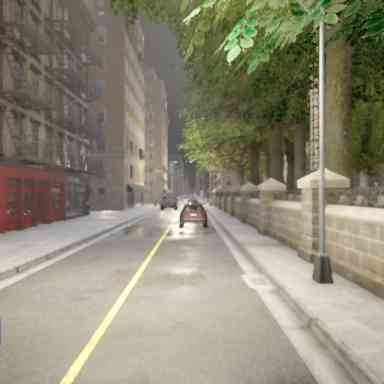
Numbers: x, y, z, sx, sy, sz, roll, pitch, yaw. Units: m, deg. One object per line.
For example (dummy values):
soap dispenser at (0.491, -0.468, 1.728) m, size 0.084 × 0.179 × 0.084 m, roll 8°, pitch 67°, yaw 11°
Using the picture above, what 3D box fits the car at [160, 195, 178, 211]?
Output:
car at (-3.058, 1.479, 45.223) m, size 2.150 × 2.045 × 5.566 m, roll 0°, pitch -1°, yaw 1°

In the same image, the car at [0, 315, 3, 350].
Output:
car at (-3.098, 1.230, 1.292) m, size 2.150 × 2.045 × 5.566 m, roll 0°, pitch 0°, yaw 0°

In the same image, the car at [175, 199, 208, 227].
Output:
car at (0.101, 1.568, 23.964) m, size 2.033 × 1.649 × 4.856 m, roll 0°, pitch 0°, yaw 0°

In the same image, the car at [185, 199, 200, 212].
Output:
car at (0.095, 1.750, 43.651) m, size 1.837 × 1.490 × 4.892 m, roll 0°, pitch -1°, yaw 0°
